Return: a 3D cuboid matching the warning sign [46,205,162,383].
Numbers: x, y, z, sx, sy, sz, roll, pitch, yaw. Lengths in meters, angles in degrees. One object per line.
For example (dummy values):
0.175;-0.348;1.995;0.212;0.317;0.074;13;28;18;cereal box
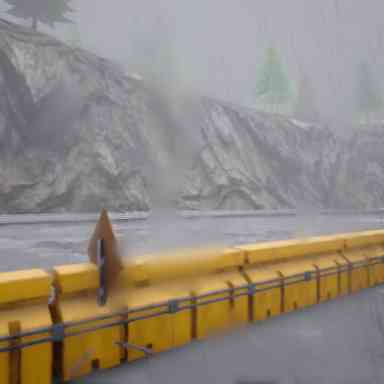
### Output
-1.192;1.131;4.362;1.060;1.860;1.300;1;0;-35;warning sign
